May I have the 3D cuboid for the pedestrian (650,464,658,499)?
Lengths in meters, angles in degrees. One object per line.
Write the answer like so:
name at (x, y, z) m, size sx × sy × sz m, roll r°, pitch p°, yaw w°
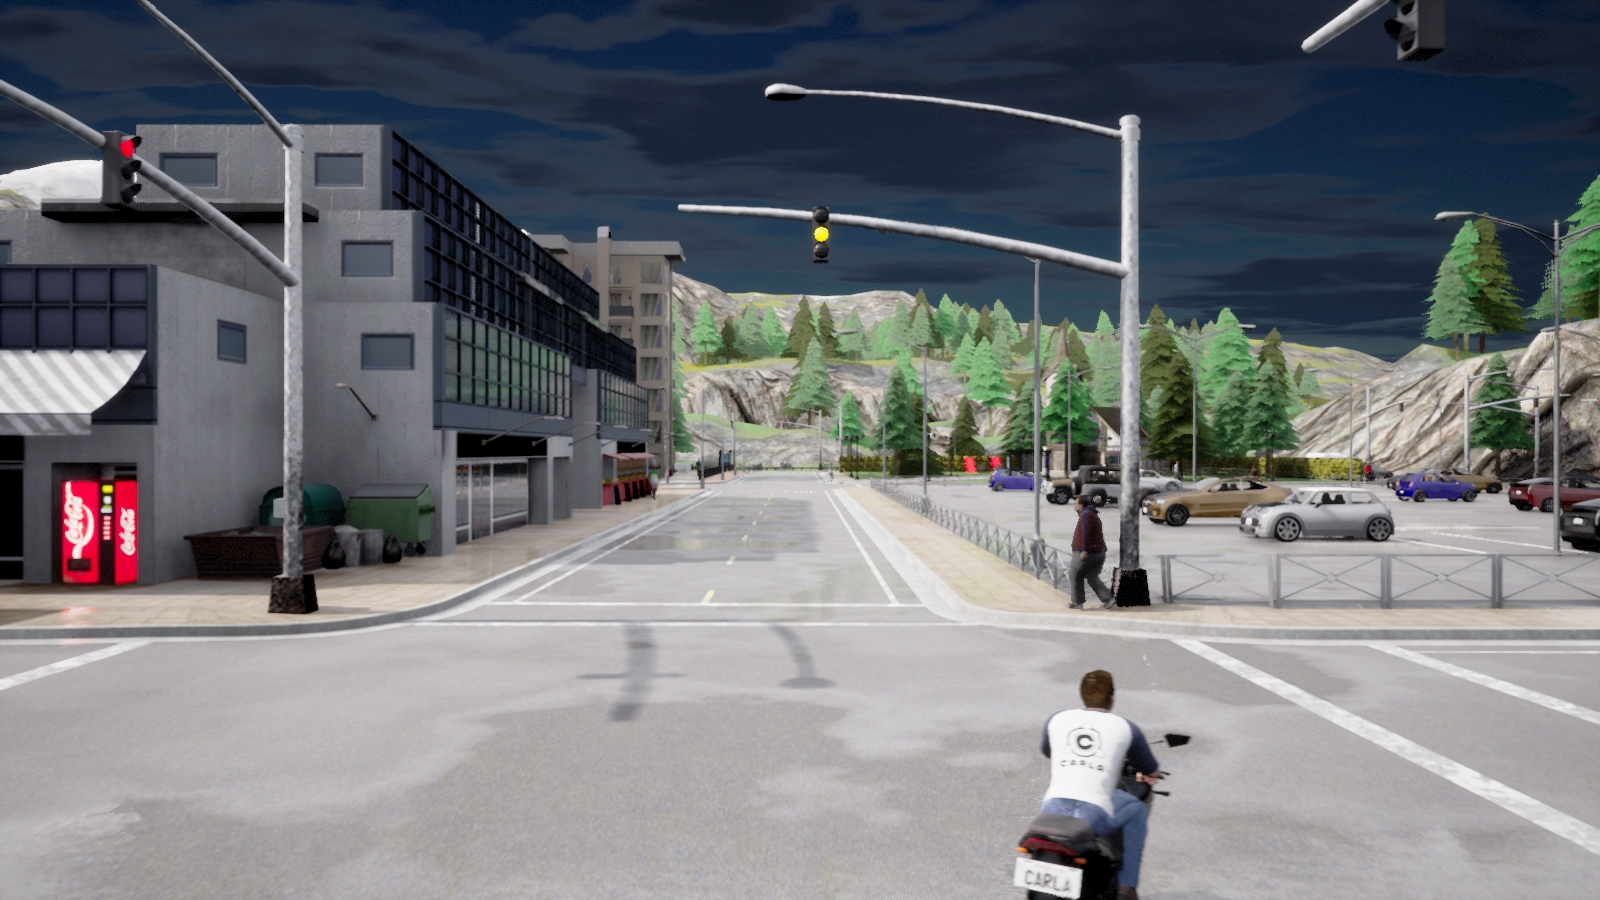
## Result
pedestrian at (-7.766, 1.681, 60.775) m, size 0.375 × 1.860 × 0.375 m, roll 0°, pitch 0°, yaw -2°

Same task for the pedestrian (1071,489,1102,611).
pedestrian at (4.470, 1.540, 17.832) m, size 0.375 × 1.860 × 0.375 m, roll 0°, pitch 0°, yaw 32°

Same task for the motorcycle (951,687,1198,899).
motorcycle at (1.530, 2.088, 6.052) m, size 0.803 × 1.145 × 2.033 m, roll 1°, pitch 2°, yaw 27°

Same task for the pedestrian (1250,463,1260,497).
pedestrian at (25.023, 1.663, 62.888) m, size 0.375 × 1.860 × 0.375 m, roll 0°, pitch 0°, yaw -7°
